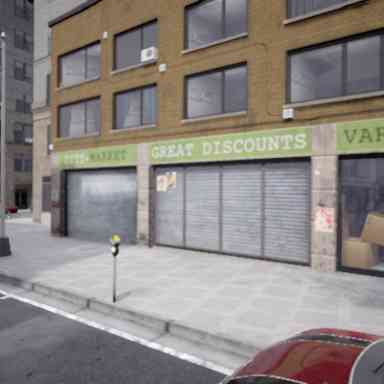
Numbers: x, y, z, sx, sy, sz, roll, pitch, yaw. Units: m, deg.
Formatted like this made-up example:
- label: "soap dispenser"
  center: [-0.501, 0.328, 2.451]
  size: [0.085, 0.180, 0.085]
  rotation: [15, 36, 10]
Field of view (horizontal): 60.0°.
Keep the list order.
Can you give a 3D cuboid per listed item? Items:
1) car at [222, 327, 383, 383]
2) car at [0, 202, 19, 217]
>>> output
- label: "car"
  center: [1.939, 1.438, 1.686]
  size: [4.097, 1.590, 1.967]
  rotation: [0, 1, 35]
- label: "car"
  center: [-17.703, 1.536, 28.585]
  size: [1.895, 1.301, 4.718]
  rotation: [1, 1, 34]
